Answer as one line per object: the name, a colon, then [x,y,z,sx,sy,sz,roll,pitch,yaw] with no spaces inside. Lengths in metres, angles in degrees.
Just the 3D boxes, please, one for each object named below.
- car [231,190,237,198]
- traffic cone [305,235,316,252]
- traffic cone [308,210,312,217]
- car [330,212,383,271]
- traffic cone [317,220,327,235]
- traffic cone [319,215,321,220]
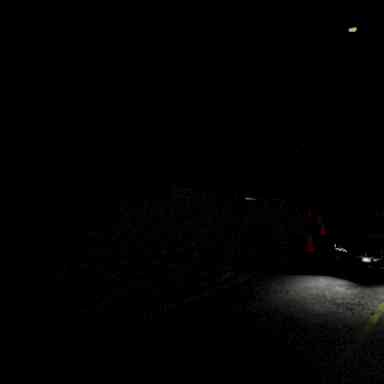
car: [8.873,0.311,63.515,2.128,1.511,4.902,0,1,-9]
traffic cone: [4.322,1.876,12.171,0.340,0.580,0.340,0,1,30]
traffic cone: [8.963,1.613,25.264,0.340,0.580,0.340,0,1,9]
car: [5.637,1.434,10.502,1.837,1.490,4.892,1,1,30]
traffic cone: [6.417,1.795,16.326,0.340,0.580,0.340,0,1,23]
traffic cone: [7.972,1.704,20.715,0.340,0.580,0.340,0,1,16]
